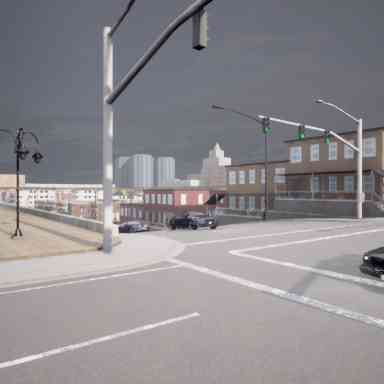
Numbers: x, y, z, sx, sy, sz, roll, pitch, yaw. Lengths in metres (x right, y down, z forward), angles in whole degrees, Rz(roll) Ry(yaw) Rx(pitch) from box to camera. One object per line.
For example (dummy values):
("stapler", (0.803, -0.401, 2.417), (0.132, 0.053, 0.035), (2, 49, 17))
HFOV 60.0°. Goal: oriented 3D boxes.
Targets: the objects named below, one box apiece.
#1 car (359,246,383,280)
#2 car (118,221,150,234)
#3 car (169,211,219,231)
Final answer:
("car", (6.893, 1.526, 8.186), (5.357, 1.411, 2.033), (0, 0, -16))
("car", (-5.824, 3.504, 32.133), (1.812, 1.442, 4.674), (0, -12, -37))
("car", (0.042, 2.054, 24.162), (1.994, 1.385, 4.181), (0, -4, -36))
